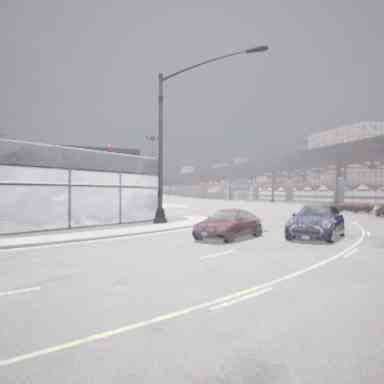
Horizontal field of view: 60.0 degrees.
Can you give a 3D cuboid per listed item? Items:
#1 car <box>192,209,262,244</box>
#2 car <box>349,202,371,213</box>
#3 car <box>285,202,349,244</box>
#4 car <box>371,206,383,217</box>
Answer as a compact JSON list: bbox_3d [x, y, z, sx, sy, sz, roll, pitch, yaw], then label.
[{"bbox_3d":[1.897,1.581,16.403,1.812,1.442,4.674,0,0,36],"label":"car"},{"bbox_3d":[19.246,1.784,39.527,1.895,1.301,4.718,0,0,-9],"label":"car"},{"bbox_3d":[6.185,1.421,16.479,2.097,1.767,4.553,0,0,33],"label":"car"},{"bbox_3d":[18.589,1.679,30.485,1.812,1.442,4.674,0,0,7],"label":"car"}]
